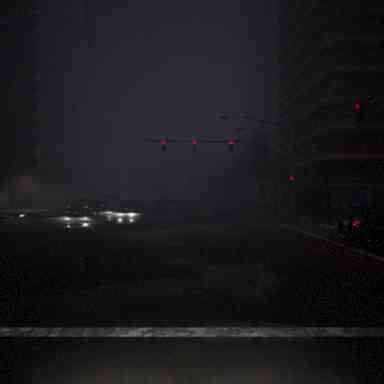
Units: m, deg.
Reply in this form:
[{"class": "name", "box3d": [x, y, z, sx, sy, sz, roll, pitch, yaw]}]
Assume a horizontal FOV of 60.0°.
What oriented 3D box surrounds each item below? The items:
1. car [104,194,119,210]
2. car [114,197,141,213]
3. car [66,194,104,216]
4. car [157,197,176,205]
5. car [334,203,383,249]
[{"class": "car", "box3d": [-10.542, 1.221, 42.118, 2.150, 2.045, 5.566, 0, 0, 0]}, {"class": "car", "box3d": [-7.032, 1.564, 37.480, 1.994, 1.385, 4.181, 0, 0, 1]}, {"class": "car", "box3d": [-10.563, 1.352, 32.528, 2.097, 1.767, 4.553, 0, 0, 0]}, {"class": "car", "box3d": [-4.583, 1.587, 58.871, 1.895, 1.301, 4.718, 0, 0, -27]}, {"class": "car", "box3d": [8.571, 1.352, 14.015, 4.553, 1.767, 2.097, 0, 0, 0]}]
